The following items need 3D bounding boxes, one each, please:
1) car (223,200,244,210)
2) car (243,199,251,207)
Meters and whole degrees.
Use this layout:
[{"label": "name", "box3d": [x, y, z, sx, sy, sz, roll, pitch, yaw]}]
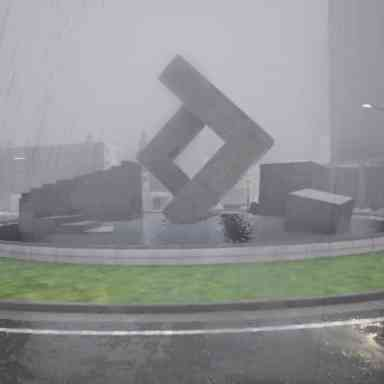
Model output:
[{"label": "car", "box3d": [6.802, 2.388, 56.661, 1.895, 1.301, 4.718, -1, -1, 26]}, {"label": "car", "box3d": [11.425, 2.287, 70.592, 2.097, 1.767, 4.553, -1, -1, 15]}]
